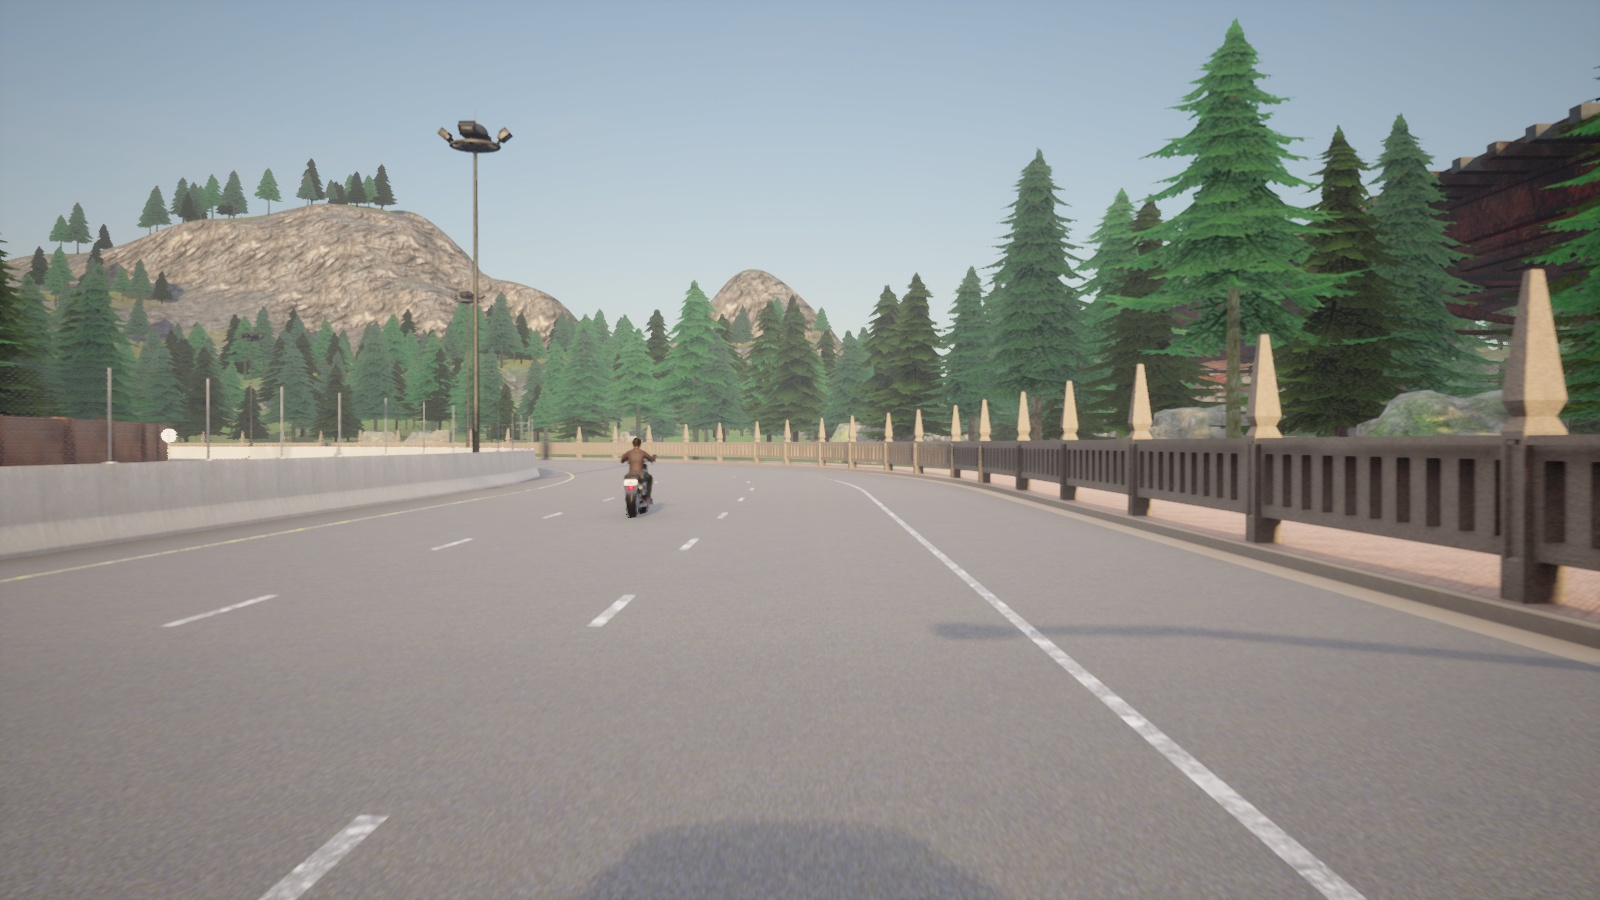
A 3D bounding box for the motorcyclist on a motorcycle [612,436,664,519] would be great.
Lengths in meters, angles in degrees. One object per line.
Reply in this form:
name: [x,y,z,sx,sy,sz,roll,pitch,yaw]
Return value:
motorcyclist on a motorcycle: [-3.340,0.547,26.029,0.766,1.649,2.350,0,0,0]
